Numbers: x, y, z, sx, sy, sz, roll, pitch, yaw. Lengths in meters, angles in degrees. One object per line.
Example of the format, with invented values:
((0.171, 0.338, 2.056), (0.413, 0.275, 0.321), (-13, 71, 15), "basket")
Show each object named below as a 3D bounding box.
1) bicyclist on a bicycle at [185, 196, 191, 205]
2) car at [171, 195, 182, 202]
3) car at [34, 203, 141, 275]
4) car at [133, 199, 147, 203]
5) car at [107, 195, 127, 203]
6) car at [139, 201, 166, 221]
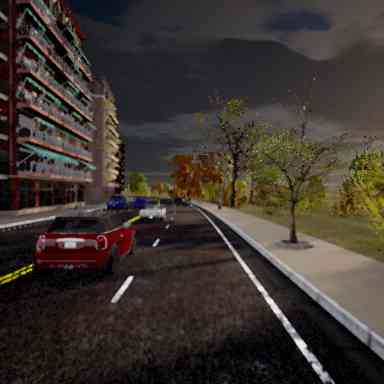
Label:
((-0.445, 1.610, 58.722), (0.659, 1.776, 1.843), (0, -1, -4), "bicyclist on a bicycle")
((-3.618, 1.785, 86.673), (1.994, 1.385, 4.181), (0, 0, -6), "car")
((-3.151, 1.398, 10.746), (2.097, 1.767, 4.553), (0, 0, 0), "car")
((-7.332, 1.677, 47.534), (1.882, 1.535, 5.008), (0, -1, -2), "car")
((-10.575, 1.420, 47.179), (2.150, 2.045, 5.566), (0, 0, -2), "car")
((-3.291, 1.722, 28.649), (1.895, 1.301, 4.718), (0, 0, -1), "car")
